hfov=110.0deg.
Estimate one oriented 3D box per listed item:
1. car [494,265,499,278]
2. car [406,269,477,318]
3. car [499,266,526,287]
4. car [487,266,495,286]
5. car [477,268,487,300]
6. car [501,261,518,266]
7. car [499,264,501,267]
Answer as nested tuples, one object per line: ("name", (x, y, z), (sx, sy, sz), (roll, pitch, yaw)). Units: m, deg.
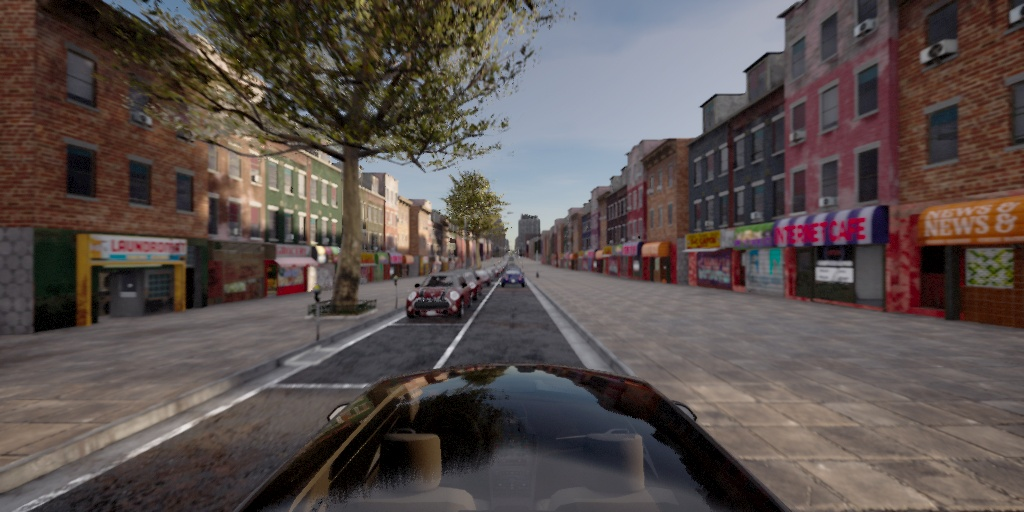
("car", (-2.648, 1.898, 35.859), (2.007, 1.370, 4.403), (0, 0, 0))
("car", (-2.642, 1.373, 13.737), (1.967, 1.591, 4.097), (0, 0, 0))
("car", (0.092, 1.751, 29.618), (1.812, 1.442, 4.674), (0, -1, 0))
("car", (-2.647, 1.821, 30.327), (1.802, 1.307, 4.207), (0, 0, 0))
("car", (-2.644, 1.468, 19.267), (1.967, 1.591, 4.097), (0, 0, 0))
("car", (0.069, 1.841, 43.320), (2.097, 1.767, 4.553), (0, -1, 0))
("car", (-2.651, 1.995, 46.928), (1.967, 1.591, 4.097), (0, 0, 0))
